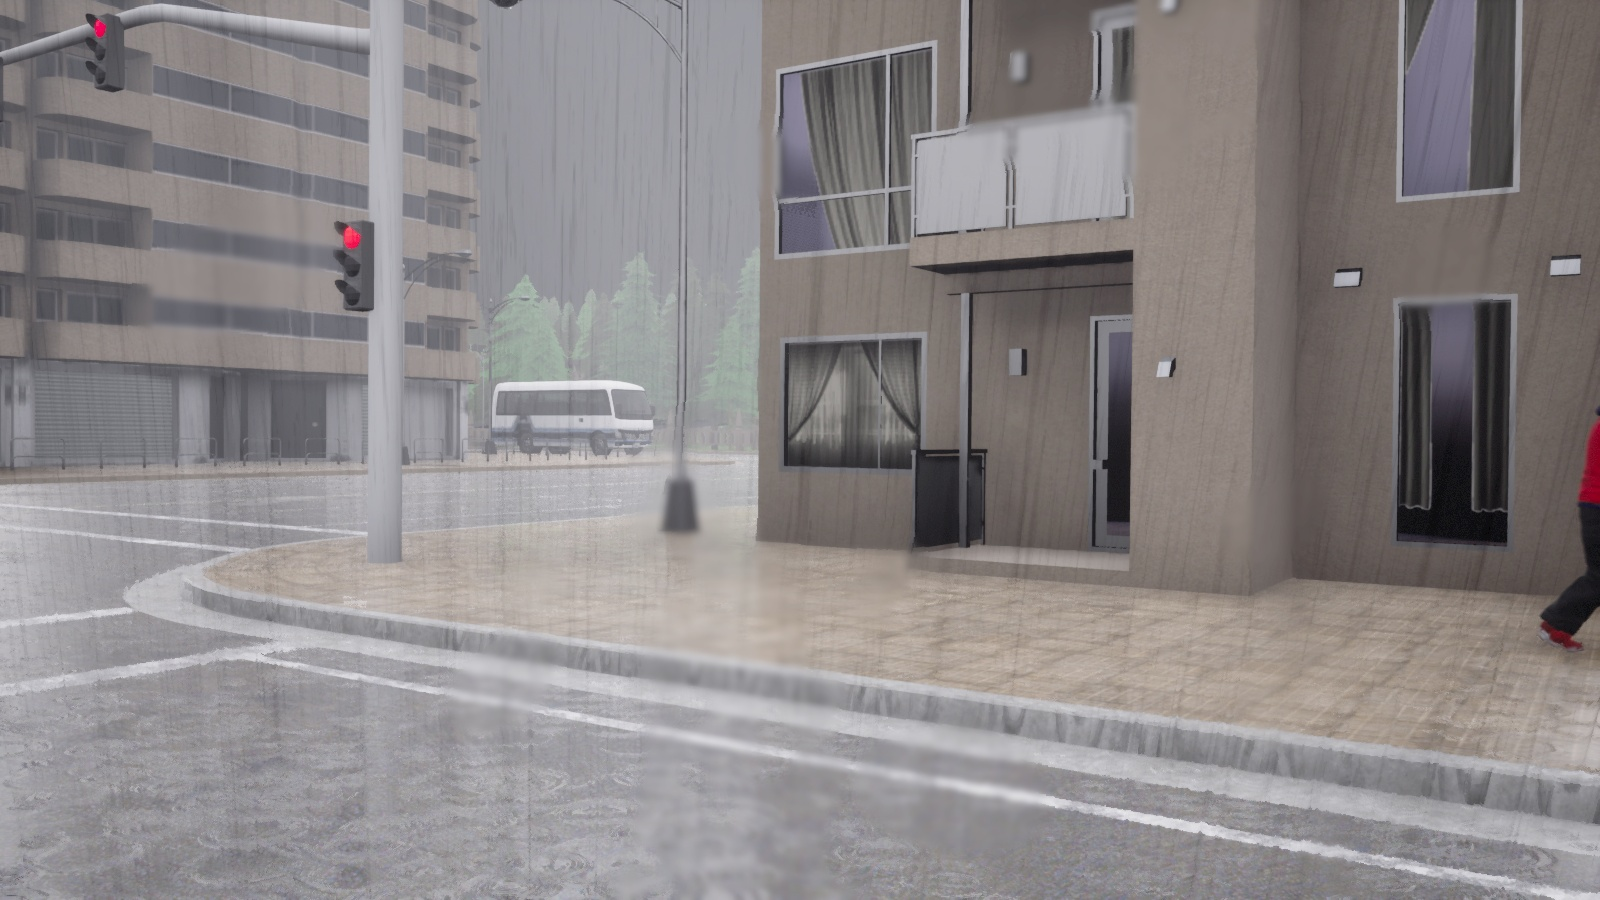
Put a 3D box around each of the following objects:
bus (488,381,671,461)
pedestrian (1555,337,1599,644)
[{"bbox_3d":[-12.584,-1.558,71.143,10.273,4.253,3.944,0,1,34],"label":"bus"},{"bbox_3d":[5.152,0.238,7.682,0.899,1.844,0.634,0,1,32],"label":"pedestrian"}]
